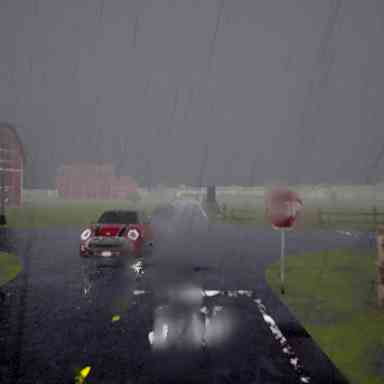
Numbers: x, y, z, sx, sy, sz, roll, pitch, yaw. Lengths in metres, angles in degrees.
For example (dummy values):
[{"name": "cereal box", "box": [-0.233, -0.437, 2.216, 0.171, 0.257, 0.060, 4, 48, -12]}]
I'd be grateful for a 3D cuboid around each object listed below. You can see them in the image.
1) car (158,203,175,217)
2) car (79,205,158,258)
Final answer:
[{"name": "car", "box": [-2.752, 1.790, 33.565, 1.895, 1.301, 4.718, 0, 0, 0]}, {"name": "car", "box": [-2.743, 1.441, 12.956, 2.097, 1.767, 4.553, 1, -1, 0]}]
